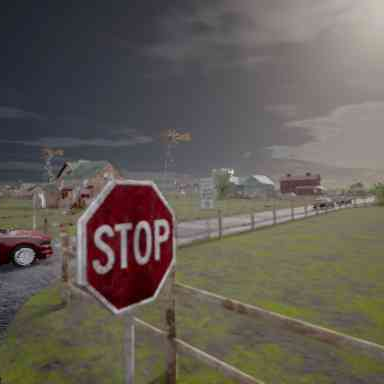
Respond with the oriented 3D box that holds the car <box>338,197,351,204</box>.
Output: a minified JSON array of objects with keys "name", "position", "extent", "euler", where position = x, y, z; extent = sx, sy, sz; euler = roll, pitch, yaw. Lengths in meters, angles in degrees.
[{"name":"car","position":[24.939,1.452,54.800],"extent":[1.895,1.301,4.718],"euler":[-1,0,34]}]

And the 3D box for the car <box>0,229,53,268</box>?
[{"name":"car","position":[-6.952,1.586,10.131],"extent":[5.008,1.535,1.882],"euler":[-1,1,-29]}]

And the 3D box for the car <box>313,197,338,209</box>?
[{"name":"car","position":[17.231,1.416,43.574],"extent":[1.837,1.490,4.892],"euler":[-1,-2,34]}]
